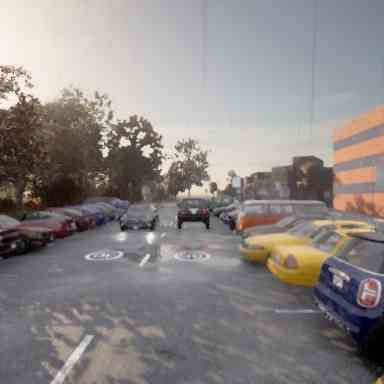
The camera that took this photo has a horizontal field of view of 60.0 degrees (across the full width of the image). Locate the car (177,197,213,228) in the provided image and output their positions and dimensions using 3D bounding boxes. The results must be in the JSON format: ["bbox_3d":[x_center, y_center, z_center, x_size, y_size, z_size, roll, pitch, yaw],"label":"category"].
[{"bbox_3d":[0.094,1.432,23.975,2.150,2.045,5.566,0,-1,0],"label":"car"}]

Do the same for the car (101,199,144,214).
[{"bbox_3d":[-8.094,1.680,38.986,4.553,1.767,2.185,0,-1,0],"label":"car"}]

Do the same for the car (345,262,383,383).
[{"bbox_3d":[4.230,1.499,2.334,5.366,1.575,1.946,0,-1,0],"label":"car"}]

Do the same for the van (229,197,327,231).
[{"bbox_3d":[4.299,1.402,16.464,4.442,1.987,1.878,0,-1,0],"label":"van"}]

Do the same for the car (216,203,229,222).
[{"bbox_3d":[4.419,1.742,24.938,4.674,1.452,2.002,0,0,0],"label":"car"}]

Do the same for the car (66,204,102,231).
[{"bbox_3d":[-8.148,1.652,19.211,5.008,1.535,2.097,0,0,0],"label":"car"}]

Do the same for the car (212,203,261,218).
[{"bbox_3d":[4.419,1.812,33.416,4.674,1.452,2.002,0,0,0],"label":"car"}]

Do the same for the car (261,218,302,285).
[{"bbox_3d":[4.601,1.549,7.985,5.366,1.575,1.946,0,-1,0],"label":"car"}]

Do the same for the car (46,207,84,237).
[{"bbox_3d":[-8.182,1.657,16.387,4.792,1.488,2.163,0,0,0],"label":"car"}]

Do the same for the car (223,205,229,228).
[{"bbox_3d":[4.445,1.682,19.287,4.792,1.488,2.163,0,-1,0],"label":"car"}]

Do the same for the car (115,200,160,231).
[{"bbox_3d":[-3.348,1.549,21.980,2.097,1.767,4.553,0,-1,0],"label":"car"}]

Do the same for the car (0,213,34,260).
[{"bbox_3d":[-8.147,1.576,10.616,5.008,1.535,2.097,0,0,0],"label":"car"}]

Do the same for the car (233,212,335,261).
[{"bbox_3d":[4.230,1.574,10.811,5.366,1.575,1.946,0,-1,0],"label":"car"}]

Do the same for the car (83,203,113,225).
[{"bbox_3d":[-8.147,1.677,22.035,5.008,1.535,2.097,0,-1,0],"label":"car"}]

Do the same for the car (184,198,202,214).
[{"bbox_3d":[0.102,1.701,41.667,2.097,1.767,4.553,0,-1,0],"label":"car"}]

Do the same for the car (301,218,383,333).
[{"bbox_3d":[4.384,1.401,5.161,4.553,1.767,2.185,0,-1,0],"label":"car"}]

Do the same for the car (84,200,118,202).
[{"bbox_3d":[-8.163,1.750,30.505,4.892,1.521,2.231,0,0,0],"label":"car"}]

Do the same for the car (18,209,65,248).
[{"bbox_3d":[-8.157,1.601,13.439,5.008,1.535,2.097,0,-1,0],"label":"car"}]

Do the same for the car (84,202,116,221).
[{"bbox_3d":[-8.148,1.703,24.859,4.892,1.521,2.231,0,0,0],"label":"car"}]

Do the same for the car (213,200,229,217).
[{"bbox_3d":[4.422,1.750,30.589,5.008,1.535,2.097,0,0,0],"label":"car"}]

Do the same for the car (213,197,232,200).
[{"bbox_3d":[4.445,1.542,36.244,5.566,2.045,2.435,0,0,0],"label":"car"}]

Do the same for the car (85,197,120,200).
[{"bbox_3d":[-8.129,1.519,33.207,5.566,2.045,2.435,0,0,0],"label":"car"}]
